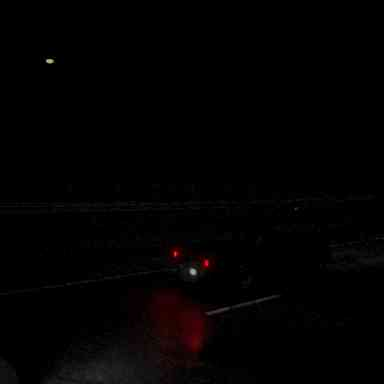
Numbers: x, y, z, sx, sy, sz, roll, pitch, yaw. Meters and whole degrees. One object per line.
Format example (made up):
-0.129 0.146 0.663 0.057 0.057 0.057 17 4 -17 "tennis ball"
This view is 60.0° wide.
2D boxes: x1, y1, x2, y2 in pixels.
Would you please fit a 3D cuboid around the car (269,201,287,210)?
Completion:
9.319 1.637 31.756 4.892 1.490 1.837 0 0 -34 "car"

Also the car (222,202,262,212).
5.027 1.699 33.064 4.181 1.385 1.994 0 0 -34 "car"

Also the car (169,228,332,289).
1.832 1.659 9.321 4.718 1.301 1.895 1 0 -35 "car"

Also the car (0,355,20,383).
-3.301 1.505 1.378 4.674 1.442 1.812 1 0 -36 "car"

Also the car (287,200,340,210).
10.655 1.490 28.429 4.553 1.767 2.097 0 0 -34 "car"
